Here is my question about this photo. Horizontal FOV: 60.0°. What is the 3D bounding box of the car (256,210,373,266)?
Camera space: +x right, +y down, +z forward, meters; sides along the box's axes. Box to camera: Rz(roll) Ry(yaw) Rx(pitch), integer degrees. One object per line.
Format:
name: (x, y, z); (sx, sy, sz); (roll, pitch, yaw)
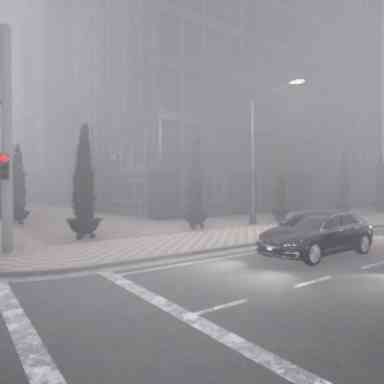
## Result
car: (4.290, 1.416, 11.343); (4.892, 1.490, 1.837); (-1, 0, -35)
